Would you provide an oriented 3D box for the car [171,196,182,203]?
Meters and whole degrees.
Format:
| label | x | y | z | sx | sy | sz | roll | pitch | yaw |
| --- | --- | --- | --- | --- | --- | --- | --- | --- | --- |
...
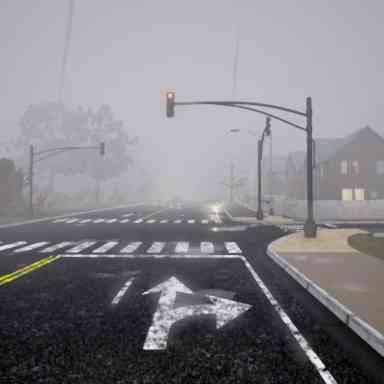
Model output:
| label | x | y | z | sx | sy | sz | roll | pitch | yaw |
| --- | --- | --- | --- | --- | --- | --- | --- | --- | --- |
| car | -3.092 | 1.529 | 67.889 | 1.812 | 1.442 | 4.674 | 0 | 0 | 5 |

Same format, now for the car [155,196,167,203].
| label | x | y | z | sx | sy | sz | roll | pitch | yaw |
| --- | --- | --- | --- | --- | --- | --- | --- | --- | --- |
| car | -6.327 | 1.490 | 68.207 | 1.882 | 1.535 | 5.008 | 0 | 0 | 5 |
